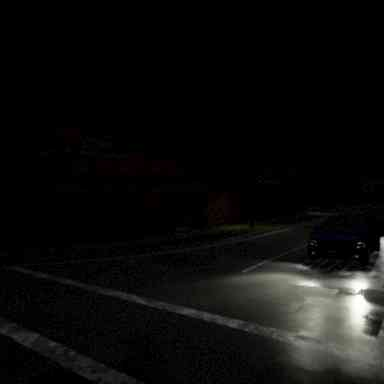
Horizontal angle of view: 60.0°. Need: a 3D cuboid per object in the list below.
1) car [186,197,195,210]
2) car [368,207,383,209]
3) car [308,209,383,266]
[{"bbox_3d":[-0.700,1.648,47.263,4.605,1.855,1.932,-1,-1,35],"label":"car"},{"bbox_3d":[11.752,1.720,20.876,1.837,1.490,4.892,-1,-1,35],"label":"car"},{"bbox_3d":[5.881,1.628,12.566,1.882,1.535,5.008,-1,-1,35],"label":"car"}]
